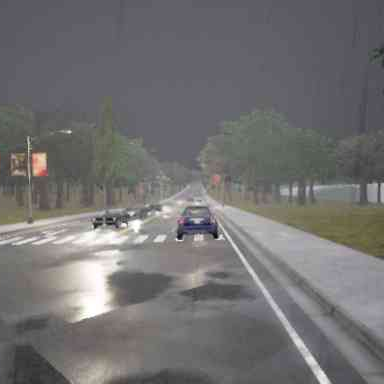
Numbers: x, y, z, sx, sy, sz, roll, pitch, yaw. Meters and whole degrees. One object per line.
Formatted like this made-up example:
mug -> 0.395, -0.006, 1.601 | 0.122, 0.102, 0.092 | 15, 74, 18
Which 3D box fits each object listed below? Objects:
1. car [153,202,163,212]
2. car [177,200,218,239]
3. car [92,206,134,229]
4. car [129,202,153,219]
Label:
car -> -5.466, 2.238, 50.053 | 2.033, 1.411, 5.357 | -1, -1, 2
car -> 0.319, 1.543, 18.877 | 2.097, 1.767, 4.553 | -1, 0, 1
car -> -6.074, 1.987, 25.429 | 1.895, 1.301, 4.718 | -1, -1, 2
car -> -5.850, 1.977, 35.144 | 2.128, 1.511, 4.902 | -1, -1, 2
